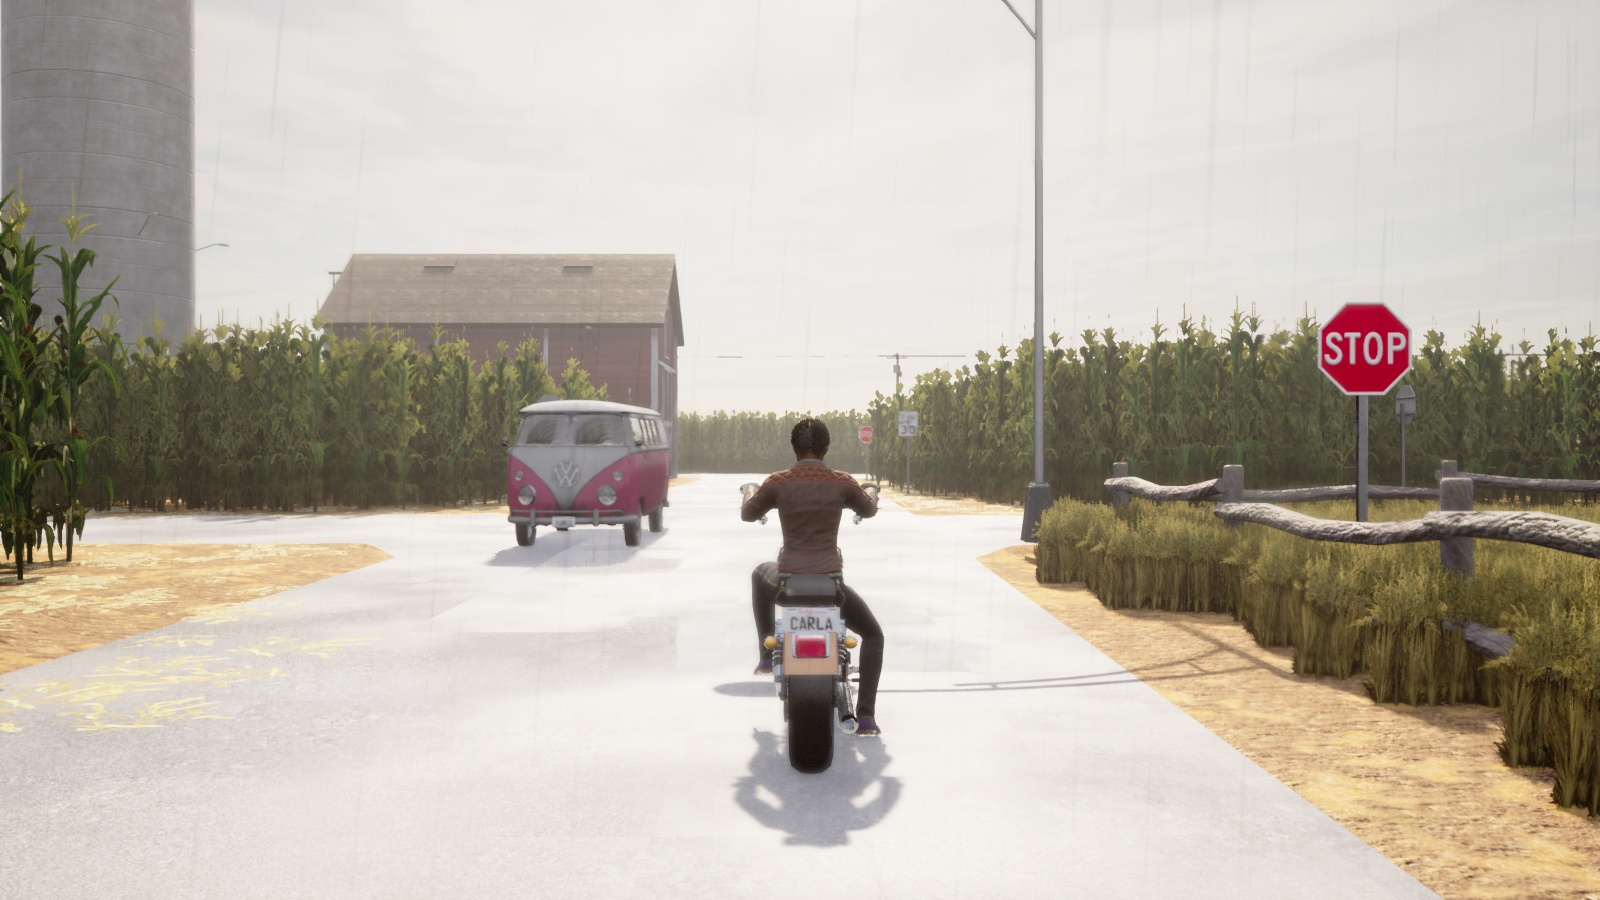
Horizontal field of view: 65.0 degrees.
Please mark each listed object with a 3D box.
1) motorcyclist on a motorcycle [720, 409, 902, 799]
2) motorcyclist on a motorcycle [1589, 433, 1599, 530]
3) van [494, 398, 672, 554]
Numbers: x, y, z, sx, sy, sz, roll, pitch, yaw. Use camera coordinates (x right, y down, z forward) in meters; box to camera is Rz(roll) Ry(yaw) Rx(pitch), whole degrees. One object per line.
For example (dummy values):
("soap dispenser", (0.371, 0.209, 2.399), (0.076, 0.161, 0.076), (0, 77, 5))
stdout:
("motorcyclist on a motorcycle", (0.053, 0.647, 6.489), (0.766, 1.649, 2.350), (0, 0, 0))
("motorcyclist on a motorcycle", (14.875, 0.550, 21.415), (2.350, 1.649, 0.766), (0, 0, 1))
("van", (-2.978, 0.300, 18.155), (1.775, 1.987, 4.442), (0, 1, 0))
